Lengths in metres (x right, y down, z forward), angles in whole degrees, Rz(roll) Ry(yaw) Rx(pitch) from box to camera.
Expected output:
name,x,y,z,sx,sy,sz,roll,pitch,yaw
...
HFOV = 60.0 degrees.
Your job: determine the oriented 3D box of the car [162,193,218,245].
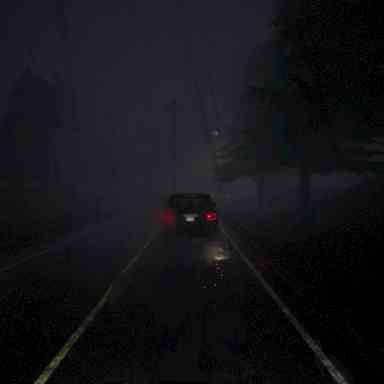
name,x,y,z,sx,sy,sz,roll,pitch,yaw
car,-0.083,1.061,14.730,2.150,2.045,5.566,0,0,0
